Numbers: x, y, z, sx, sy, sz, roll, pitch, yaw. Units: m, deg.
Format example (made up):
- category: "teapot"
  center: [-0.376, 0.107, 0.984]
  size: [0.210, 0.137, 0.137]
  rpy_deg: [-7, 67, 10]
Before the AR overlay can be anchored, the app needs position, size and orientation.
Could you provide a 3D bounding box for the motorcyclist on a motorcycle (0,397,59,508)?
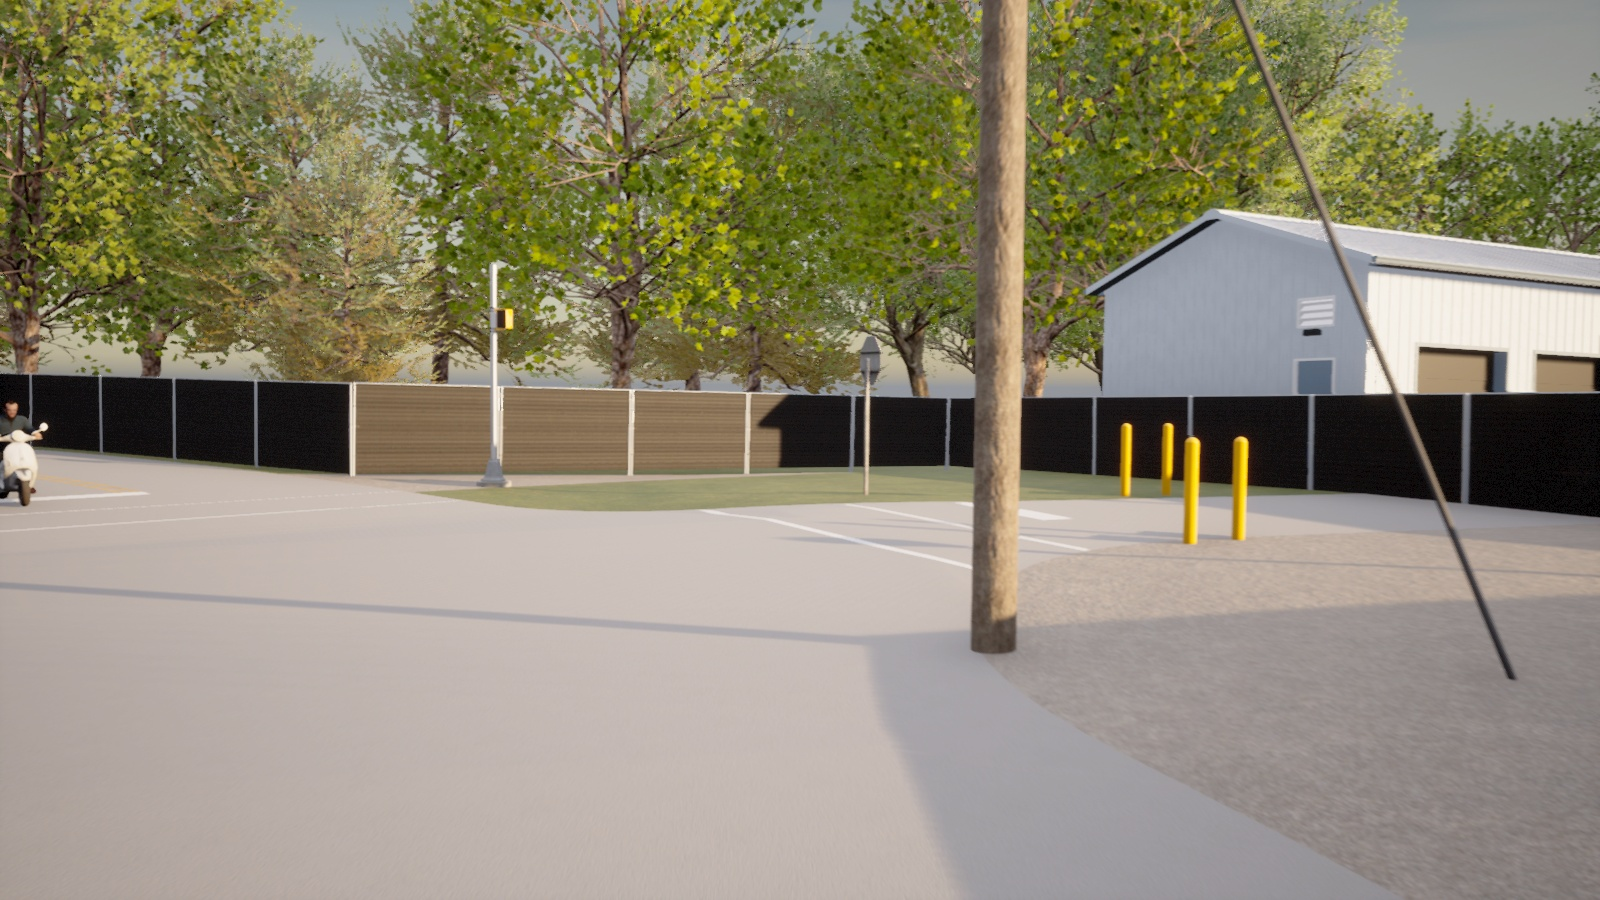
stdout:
- category: "motorcyclist on a motorcycle"
  center: [-12.234, 0.006, 19.462]
  size: [0.866, 1.590, 1.817]
  rpy_deg: [-2, 5, -44]
